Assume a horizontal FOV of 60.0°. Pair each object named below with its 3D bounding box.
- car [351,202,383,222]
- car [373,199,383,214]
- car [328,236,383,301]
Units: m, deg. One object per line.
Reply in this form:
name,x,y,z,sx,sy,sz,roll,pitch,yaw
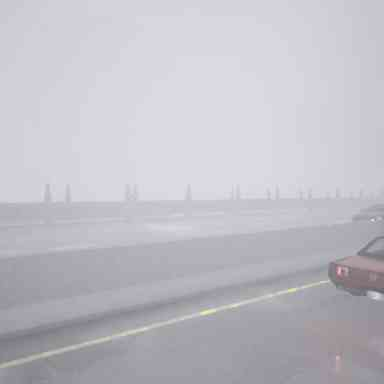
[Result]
car,11.896,1.499,20.716,4.892,1.490,1.837,0,0,-35
car,21.736,1.516,35.983,4.674,1.442,1.812,0,0,-34
car,5.167,1.599,7.322,4.718,1.301,1.895,0,0,-35
